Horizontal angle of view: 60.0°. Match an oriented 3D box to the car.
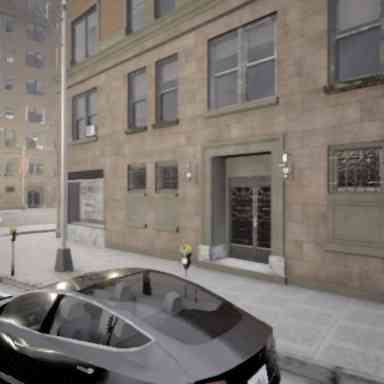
[{"bbox_3d":[-1.160,1.592,3.897,4.313,1.339,1.947,-1,0,35],"label":"car"}]
